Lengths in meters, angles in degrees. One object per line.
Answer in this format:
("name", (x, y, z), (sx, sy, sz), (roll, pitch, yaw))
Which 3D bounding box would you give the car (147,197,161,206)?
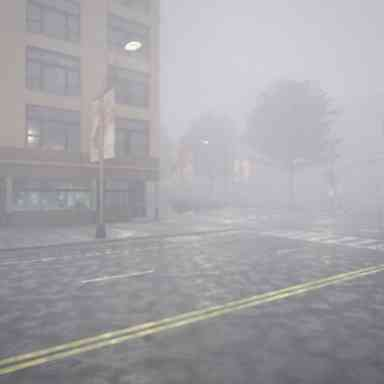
("car", (-7.458, 1.576, 57.895), (2.033, 1.411, 5.357), (0, 0, -36))

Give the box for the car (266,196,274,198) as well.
("car", (21.573, 1.761, 90.200), (1.895, 1.301, 4.718), (0, 0, -36))

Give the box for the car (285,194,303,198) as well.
("car", (22.378, 1.586, 76.266), (2.002, 1.452, 4.674), (0, 0, -36))

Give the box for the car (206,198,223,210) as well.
("car", (2.055, 1.622, 44.474), (1.837, 1.490, 4.892), (0, 0, -36))

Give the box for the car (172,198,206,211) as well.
("car", (-0.700, 1.606, 42.310), (1.837, 1.490, 4.892), (0, 0, -36))

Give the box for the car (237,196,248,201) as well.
("car", (11.912, 1.662, 83.765), (2.161, 1.482, 4.786), (0, 0, -36))
